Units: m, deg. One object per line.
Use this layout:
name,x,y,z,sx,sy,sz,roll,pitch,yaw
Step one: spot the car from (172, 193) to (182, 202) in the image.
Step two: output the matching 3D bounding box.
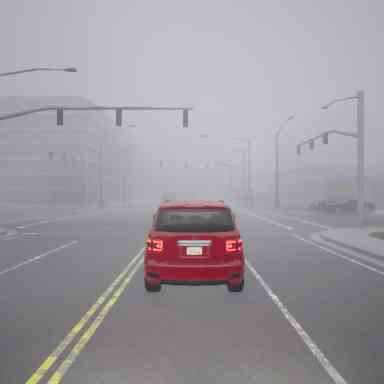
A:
car,-3.614,1.221,80.282,2.150,2.045,5.566,0,0,0

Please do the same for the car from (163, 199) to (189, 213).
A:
car,-1.855,1.535,36.881,1.994,1.385,4.181,0,0,-15

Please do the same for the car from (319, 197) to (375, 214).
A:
car,16.562,1.476,35.079,5.008,1.535,1.882,0,0,0

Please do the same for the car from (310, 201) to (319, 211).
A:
car,16.103,1.350,38.586,4.553,1.767,2.097,0,0,0

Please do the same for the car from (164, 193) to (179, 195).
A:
car,-3.675,1.218,52.961,2.150,2.045,5.566,0,0,0

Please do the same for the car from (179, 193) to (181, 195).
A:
car,-3.600,1.346,69.279,2.097,1.767,4.553,0,0,0

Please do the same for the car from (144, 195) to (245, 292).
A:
car,0.060,1.221,9.047,2.150,2.045,5.566,0,0,0
